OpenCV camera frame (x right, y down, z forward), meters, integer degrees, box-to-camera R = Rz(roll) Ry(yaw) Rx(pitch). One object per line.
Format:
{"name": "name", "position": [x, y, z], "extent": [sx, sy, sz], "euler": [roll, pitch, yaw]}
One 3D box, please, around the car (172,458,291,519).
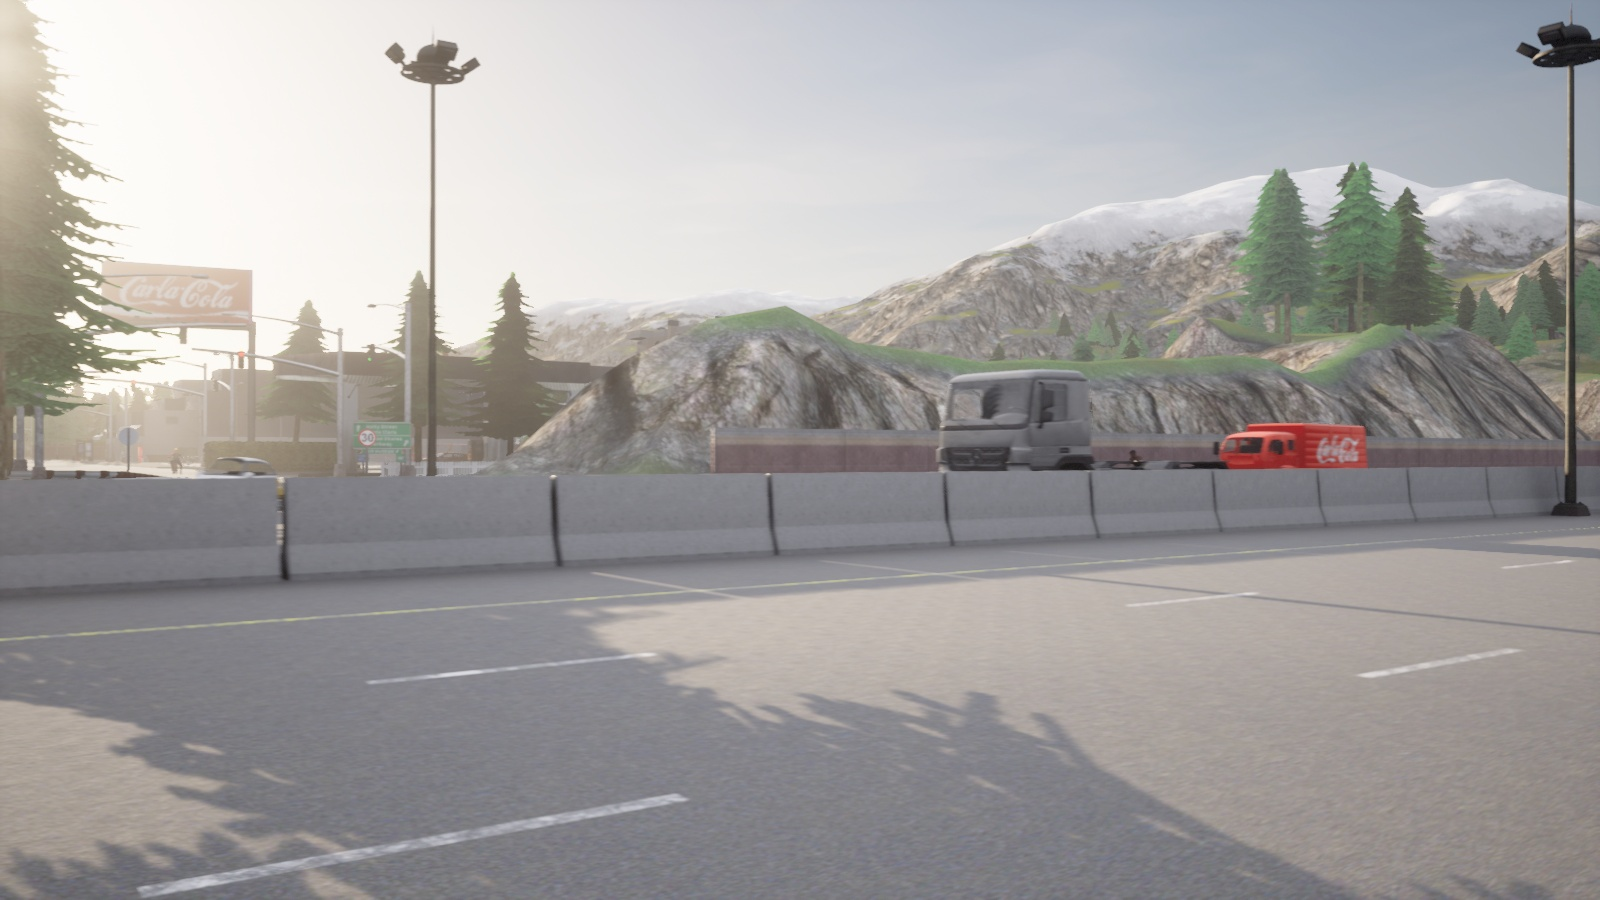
{"name": "car", "position": [-13.526, 0.902, 29.977], "extent": [1.481, 1.376, 2.207], "euler": [1, 0, 16]}

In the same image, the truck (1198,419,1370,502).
{"name": "truck", "position": [15.436, 0.328, 39.988], "extent": [5.204, 2.467, 2.627], "euler": [0, 0, -35]}

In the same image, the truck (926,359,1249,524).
{"name": "truck", "position": [6.959, -0.179, 29.827], "extent": [7.936, 3.462, 2.891], "euler": [0, 0, -35]}
